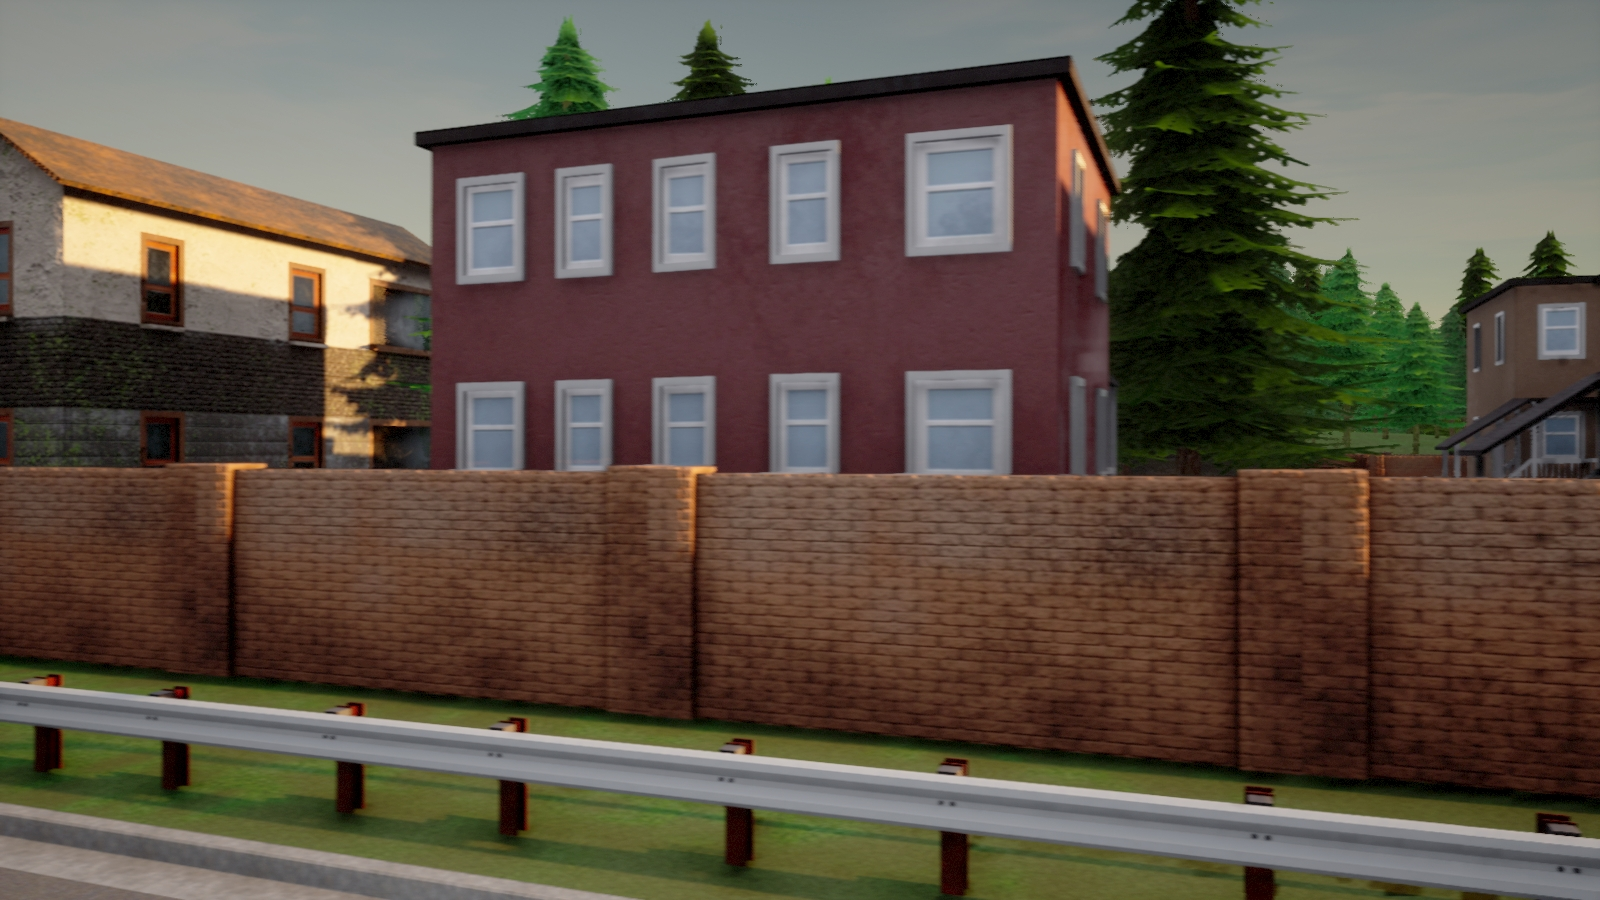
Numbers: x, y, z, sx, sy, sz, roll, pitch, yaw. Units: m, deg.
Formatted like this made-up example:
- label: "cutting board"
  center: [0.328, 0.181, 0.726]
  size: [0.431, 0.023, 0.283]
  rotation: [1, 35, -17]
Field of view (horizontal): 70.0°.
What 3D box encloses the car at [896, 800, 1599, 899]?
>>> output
- label: "car"
  center: [2.385, 2.040, 2.445]
  size: [4.514, 1.525, 2.007]
  rotation: [0, 0, 20]
